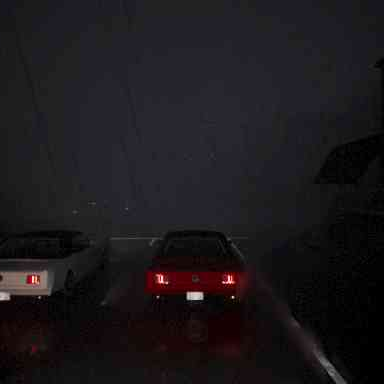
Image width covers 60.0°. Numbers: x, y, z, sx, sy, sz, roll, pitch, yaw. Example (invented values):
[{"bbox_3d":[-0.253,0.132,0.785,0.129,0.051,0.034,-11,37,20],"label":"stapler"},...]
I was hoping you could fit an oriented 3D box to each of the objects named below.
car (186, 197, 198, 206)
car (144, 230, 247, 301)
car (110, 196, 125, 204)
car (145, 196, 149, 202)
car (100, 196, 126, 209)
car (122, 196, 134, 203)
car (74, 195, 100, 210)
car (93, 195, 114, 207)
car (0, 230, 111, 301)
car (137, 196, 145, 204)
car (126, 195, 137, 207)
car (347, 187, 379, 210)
[{"bbox_3d":[0.053,1.477,53.099,1.882,1.535,5.008,0,0,0],"label":"car"},{"bbox_3d":[0.072,1.601,8.261,1.895,1.301,4.718,0,0,0],"label":"car"},{"bbox_3d":[-14.092,1.564,63.081,1.994,1.385,4.181,0,0,0],"label":"car"},{"bbox_3d":[-10.548,1.536,72.973,2.033,1.411,5.357,0,0,0],"label":"car"},{"bbox_3d":[-10.625,1.526,44.926,1.812,1.442,4.674,0,0,0],"label":"car"},{"bbox_3d":[-14.048,1.519,73.004,1.812,1.442,4.674,0,0,0],"label":"car"},{"bbox_3d":[-14.128,1.491,44.147,2.128,1.511,4.902,0,0,0],"label":"car"},{"bbox_3d":[-14.122,1.352,53.200,2.097,1.767,4.553,0,0,1],"label":"car"},{"bbox_3d":[-3.428,1.601,8.241,1.895,1.301,4.718,0,0,0],"label":"car"},{"bbox_3d":[-10.589,1.564,62.580,1.994,1.385,4.181,0,0,1],"label":"car"},{"bbox_3d":[-10.626,1.352,52.650,2.097,1.767,4.553,0,0,0],"label":"car"},{"bbox_3d":[14.366,0.769,28.462,4.553,1.767,2.097,-15,0,-1],"label":"car"}]
